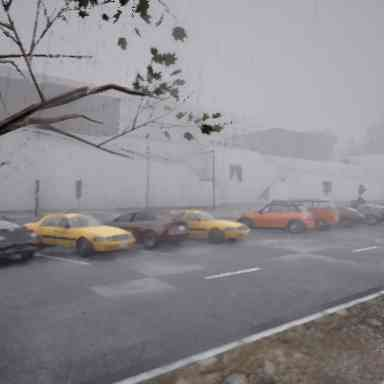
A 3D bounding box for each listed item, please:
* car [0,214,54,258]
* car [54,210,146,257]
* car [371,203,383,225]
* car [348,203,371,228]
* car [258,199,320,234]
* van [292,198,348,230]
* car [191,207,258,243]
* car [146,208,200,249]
[{"bbox_3d":[-7.163,1.538,11.512,4.674,1.452,2.002,-1,-1,34],"label":"car"},{"bbox_3d":[-4.587,1.514,13.152,5.366,1.575,1.946,-1,-1,34],"label":"car"},{"bbox_3d":[12.205,1.680,25.441,4.792,1.488,2.163,-1,-1,34],"label":"car"},{"bbox_3d":[9.808,1.680,23.683,4.674,1.452,2.002,-1,-1,34],"label":"car"},{"bbox_3d":[4.979,1.486,20.192,4.553,1.767,2.185,-1,-1,34],"label":"car"},{"bbox_3d":[7.485,1.403,21.894,4.442,1.987,1.878,-1,-1,34],"label":"van"},{"bbox_3d":[0.262,1.563,16.628,5.366,1.575,1.946,-1,-1,34],"label":"car"},{"bbox_3d":[-2.343,1.573,15.006,4.792,1.488,2.163,-1,-1,34],"label":"car"}]
